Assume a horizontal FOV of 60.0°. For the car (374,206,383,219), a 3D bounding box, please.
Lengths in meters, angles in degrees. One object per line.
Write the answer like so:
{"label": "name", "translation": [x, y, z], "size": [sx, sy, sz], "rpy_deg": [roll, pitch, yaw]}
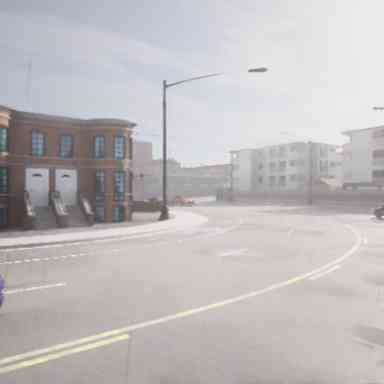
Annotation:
{"label": "car", "translation": [16.057, 1.480, 25.908], "size": [1.812, 1.442, 4.674], "rpy_deg": [0, 0, 4]}

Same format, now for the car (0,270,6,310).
{"label": "car", "translation": [-5.237, 1.529, 4.578], "size": [4.674, 1.442, 1.812], "rpy_deg": [0, 0, -36]}

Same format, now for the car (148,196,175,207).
{"label": "car", "translation": [-4.982, 1.438, 50.427], "size": [1.882, 1.535, 5.008], "rpy_deg": [0, 0, -33]}

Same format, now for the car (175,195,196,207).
{"label": "car", "translation": [-1.297, 1.306, 51.211], "size": [2.097, 1.767, 4.553], "rpy_deg": [0, 0, -33]}
